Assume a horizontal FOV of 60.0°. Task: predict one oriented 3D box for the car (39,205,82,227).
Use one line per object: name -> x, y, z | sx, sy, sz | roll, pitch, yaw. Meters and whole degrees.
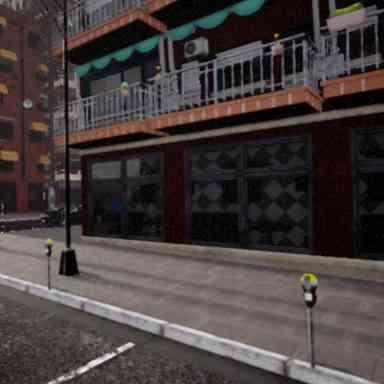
car -> -7.751, 1.506, 21.970 | 2.008, 1.369, 4.403 | -2, -1, 36
